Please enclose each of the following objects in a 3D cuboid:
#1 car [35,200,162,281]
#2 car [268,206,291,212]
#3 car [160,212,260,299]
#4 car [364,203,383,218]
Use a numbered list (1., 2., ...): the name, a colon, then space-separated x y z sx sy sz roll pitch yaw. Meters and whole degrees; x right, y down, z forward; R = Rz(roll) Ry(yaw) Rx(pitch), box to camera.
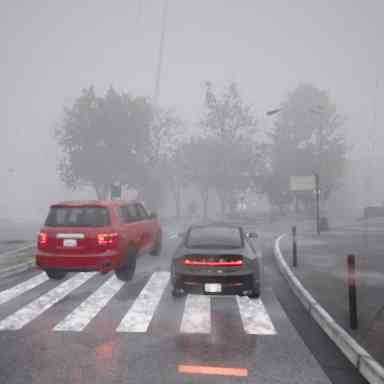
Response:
1. car: -2.435 1.245 10.161 2.150 2.045 5.566 -1 0 7
2. car: 19.162 3.891 72.869 4.902 1.511 2.128 -3 -5 37
3. car: 0.634 1.495 8.499 1.837 1.490 4.892 -1 0 6
4. car: 19.407 1.853 34.327 5.008 1.535 1.882 0 -3 -44
